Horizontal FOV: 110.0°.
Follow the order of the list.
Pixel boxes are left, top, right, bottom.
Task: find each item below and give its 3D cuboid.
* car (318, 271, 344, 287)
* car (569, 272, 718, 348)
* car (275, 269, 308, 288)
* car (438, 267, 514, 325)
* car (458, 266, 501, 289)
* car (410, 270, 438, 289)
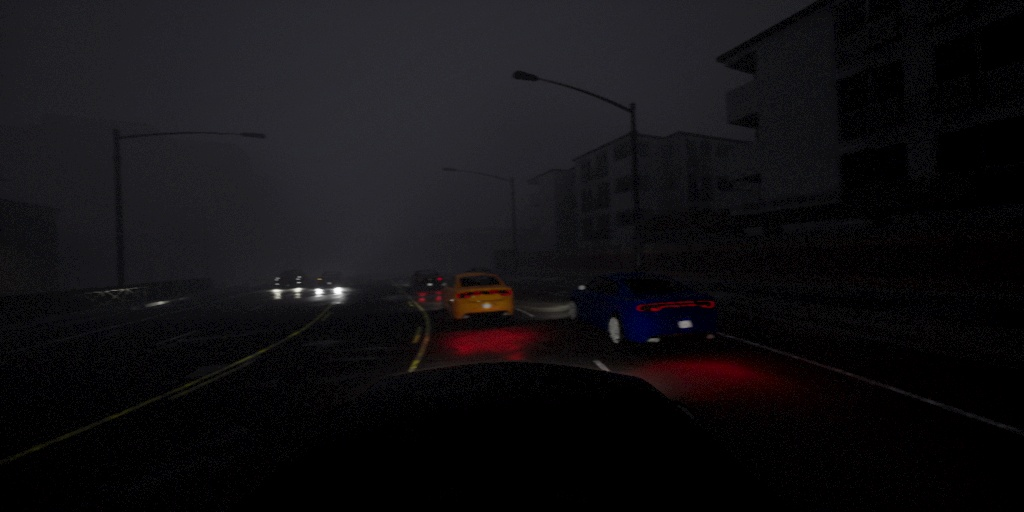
[{"bbox_3d":[-16.750,2.093,33.296,1.895,1.301,4.718,-2,0,-22],"label":"car"},{"bbox_3d":[2.912,1.143,9.147,1.882,1.535,5.008,-2,0,-7],"label":"car"},{"bbox_3d":[-20.704,2.048,33.771,2.097,1.767,4.553,-2,0,-22],"label":"car"},{"bbox_3d":[-1.358,1.316,12.572,1.882,1.535,5.008,-2,-1,-15],"label":"car"},{"bbox_3d":[-2.427,1.488,25.792,1.994,1.385,4.181,-2,0,-21],"label":"car"},{"bbox_3d":[-6.396,1.678,26.450,1.895,1.301,4.718,-2,0,-21],"label":"car"}]
